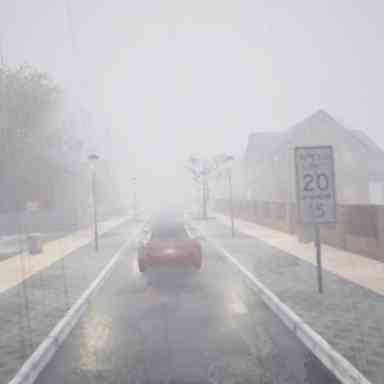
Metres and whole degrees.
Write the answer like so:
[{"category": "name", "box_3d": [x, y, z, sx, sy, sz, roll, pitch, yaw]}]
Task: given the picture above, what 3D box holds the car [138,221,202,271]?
[{"category": "car", "box_3d": [-0.780, 1.705, 11.588, 1.994, 1.385, 4.181, -2, -1, -4]}]
